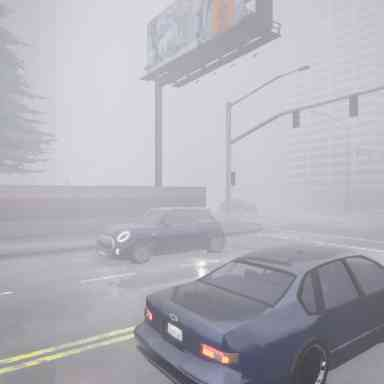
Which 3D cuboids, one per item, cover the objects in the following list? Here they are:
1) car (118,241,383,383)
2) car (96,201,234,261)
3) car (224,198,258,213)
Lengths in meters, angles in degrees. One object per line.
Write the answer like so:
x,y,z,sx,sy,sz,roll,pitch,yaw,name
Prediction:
1.832,1.547,5.069,5.357,1.411,2.033,0,0,-37,car
-1.011,1.352,11.860,4.553,1.767,2.097,0,0,-35,car
5.092,1.478,36.865,1.882,1.535,5.008,0,0,-35,car
